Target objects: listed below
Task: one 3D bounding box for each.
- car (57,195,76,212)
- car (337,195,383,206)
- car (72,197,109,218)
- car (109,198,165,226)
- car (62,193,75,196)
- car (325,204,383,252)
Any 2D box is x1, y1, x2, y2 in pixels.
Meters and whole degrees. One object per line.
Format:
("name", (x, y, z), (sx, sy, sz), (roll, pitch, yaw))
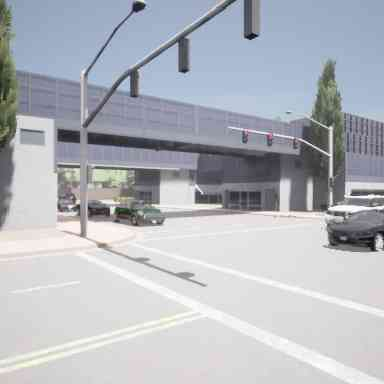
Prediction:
("car", (-14.826, 1.492, 38.692), (2.128, 1.511, 4.902), (0, 0, -36))
("car", (10.536, 1.222, 20.556), (5.566, 2.045, 2.150), (0, 0, -37))
("car", (-9.245, 1.478, 31.020), (1.882, 1.535, 5.008), (0, 0, -36))
("car", (-3.795, 1.352, 23.535), (2.097, 1.767, 4.553), (0, 0, -36))
("car", (-23.692, 1.221, 63.071), (2.150, 2.045, 5.566), (0, 0, -36))
("car", (7.724, 1.477, 14.083), (5.008, 1.535, 1.882), (0, 0, -37))
